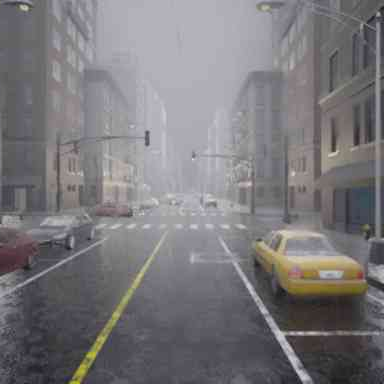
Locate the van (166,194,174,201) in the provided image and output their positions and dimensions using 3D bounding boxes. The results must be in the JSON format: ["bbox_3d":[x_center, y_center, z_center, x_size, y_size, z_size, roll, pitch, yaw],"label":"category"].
[{"bbox_3d":[-5.548,1.360,84.238,1.690,1.788,3.998,0,0,0],"label":"van"}]

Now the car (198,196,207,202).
[{"bbox_3d":[2.537,1.569,78.845,2.008,1.369,4.403,0,0,0],"label":"car"}]

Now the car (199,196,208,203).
[{"bbox_3d":[2.543,1.582,73.438,1.947,1.339,4.313,0,0,0],"label":"car"}]

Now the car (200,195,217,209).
[{"bbox_3d":[2.574,1.562,46.407,2.008,1.369,4.403,0,0,0],"label":"car"}]

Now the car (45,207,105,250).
[{"bbox_3d":[-5.407,1.556,14.113,2.008,1.369,4.403,0,0,0],"label":"car"}]

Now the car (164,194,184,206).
[{"bbox_3d":[-2.886,1.504,54.704,2.128,1.511,4.902,0,0,0],"label":"car"}]

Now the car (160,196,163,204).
[{"bbox_3d":[-5.460,1.536,46.225,1.752,1.417,4.829,0,0,0],"label":"car"}]

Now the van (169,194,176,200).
[{"bbox_3d":[-5.574,1.363,95.051,1.690,1.788,3.998,0,0,0],"label":"van"}]

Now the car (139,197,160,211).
[{"bbox_3d":[-5.447,1.561,40.989,2.008,1.369,4.403,0,0,0],"label":"car"}]

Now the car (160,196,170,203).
[{"bbox_3d":[-5.510,1.541,67.849,1.752,1.417,4.829,0,0,0],"label":"car"}]

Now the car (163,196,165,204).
[{"bbox_3d":[-5.498,1.454,62.614,1.967,1.590,4.097,0,0,0],"label":"car"}]

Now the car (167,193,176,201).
[{"bbox_3d":[-5.561,1.335,89.644,2.192,1.841,5.009,0,0,0],"label":"car"}]

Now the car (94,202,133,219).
[{"bbox_3d":[-7.184,1.550,28.522,4.181,1.385,1.994,0,-1,22],"label":"car"}]

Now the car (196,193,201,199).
[{"bbox_3d":[2.550,1.330,68.032,2.192,1.841,5.009,0,0,0],"label":"car"}]

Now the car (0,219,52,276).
[{"bbox_3d":[-5.399,1.585,8.431,1.802,1.307,4.206,0,0,0],"label":"car"}]

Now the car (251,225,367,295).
[{"bbox_3d":[2.626,1.528,8.614,1.752,1.417,4.829,0,0,0],"label":"car"}]

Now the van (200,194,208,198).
[{"bbox_3d":[2.568,1.353,51.813,1.690,1.788,3.998,0,0,0],"label":"van"}]
